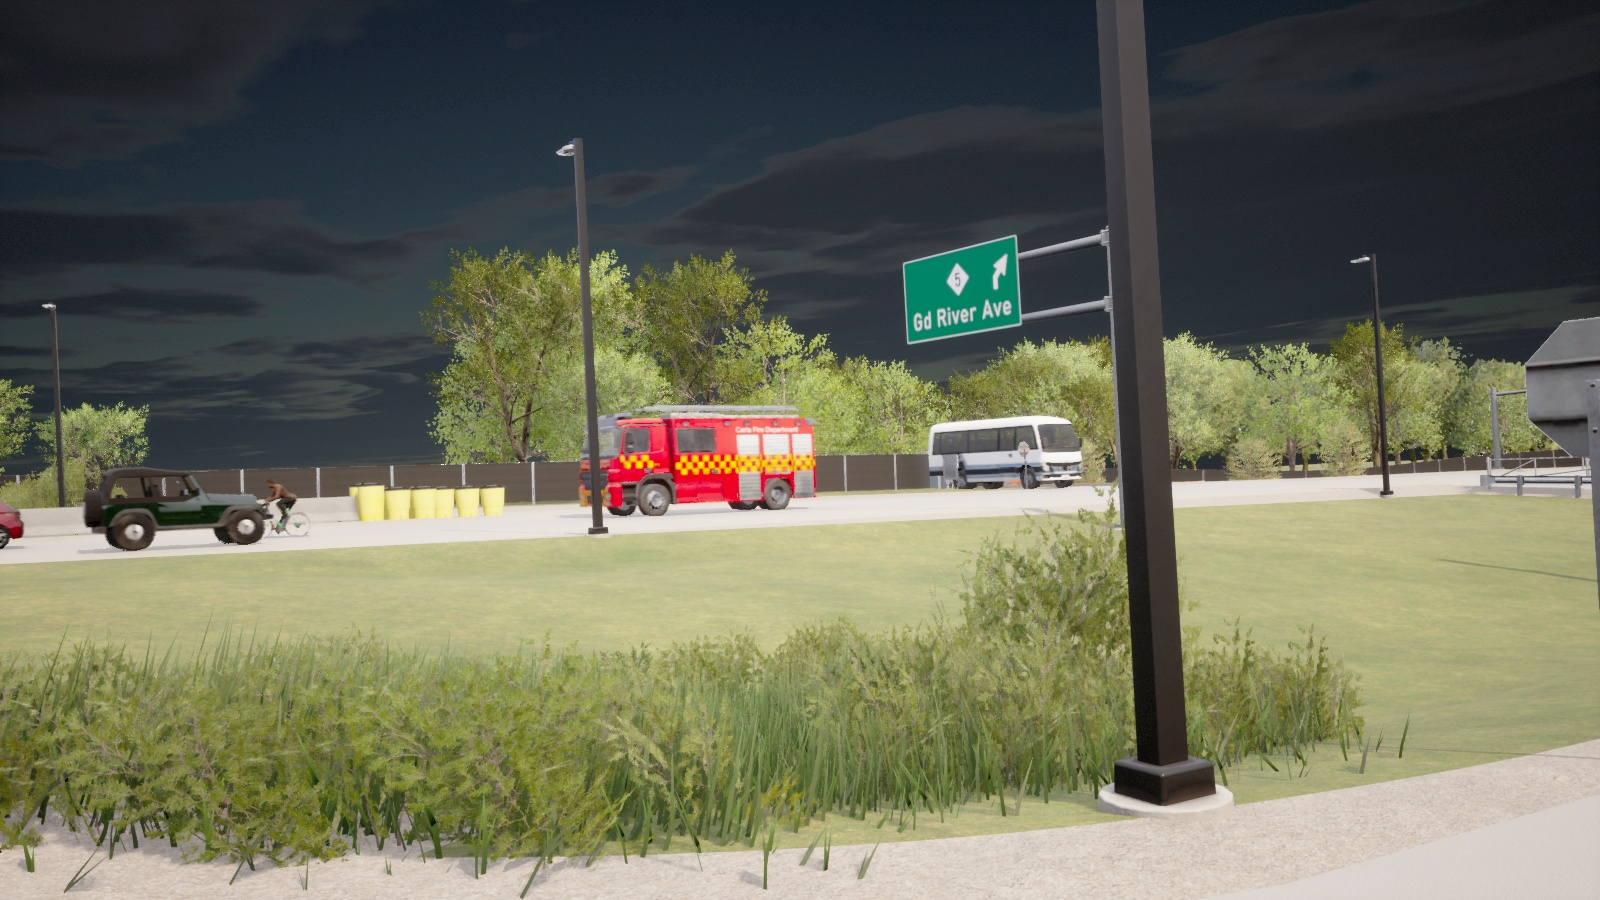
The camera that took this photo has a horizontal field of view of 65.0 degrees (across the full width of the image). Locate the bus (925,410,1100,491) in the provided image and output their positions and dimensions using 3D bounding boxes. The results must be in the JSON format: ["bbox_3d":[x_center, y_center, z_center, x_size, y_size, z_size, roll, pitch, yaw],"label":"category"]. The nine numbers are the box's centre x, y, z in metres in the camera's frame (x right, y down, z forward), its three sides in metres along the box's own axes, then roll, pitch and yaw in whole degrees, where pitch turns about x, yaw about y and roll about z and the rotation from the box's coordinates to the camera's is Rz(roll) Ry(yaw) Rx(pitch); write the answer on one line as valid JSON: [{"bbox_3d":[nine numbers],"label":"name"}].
[{"bbox_3d":[12.347,0.138,74.242,3.944,4.253,10.273,-2,-1,-35],"label":"bus"}]

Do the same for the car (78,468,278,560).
[{"bbox_3d":[-14.425,1.445,29.177,3.866,1.878,1.905,-2,-2,-35],"label":"car"}]

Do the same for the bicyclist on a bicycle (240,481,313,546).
[{"bbox_3d":[-14.042,1.695,33.684,1.656,1.620,0.582,-2,-1,-35],"label":"bicyclist on a bicycle"}]

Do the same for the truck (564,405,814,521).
[{"bbox_3d":[-3.873,0.404,45.030,8.468,3.827,2.891,-2,-2,-35],"label":"truck"}]

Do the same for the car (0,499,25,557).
[{"bbox_3d":[-22.392,2.082,32.156,4.193,1.474,1.816,-2,-2,-35],"label":"car"}]
